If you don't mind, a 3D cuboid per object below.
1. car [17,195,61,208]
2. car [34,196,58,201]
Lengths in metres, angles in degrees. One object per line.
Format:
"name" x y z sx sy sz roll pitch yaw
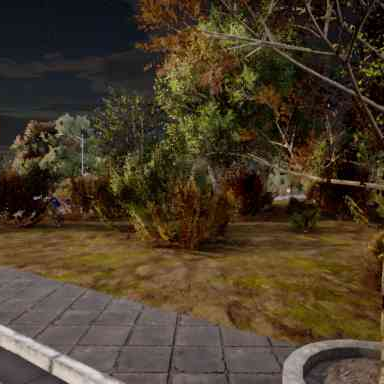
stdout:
"car" -20.038 1.224 43.812 1.882 1.535 5.008 0 0 32
"car" -16.812 1.150 35.394 2.097 1.767 4.553 0 0 32
